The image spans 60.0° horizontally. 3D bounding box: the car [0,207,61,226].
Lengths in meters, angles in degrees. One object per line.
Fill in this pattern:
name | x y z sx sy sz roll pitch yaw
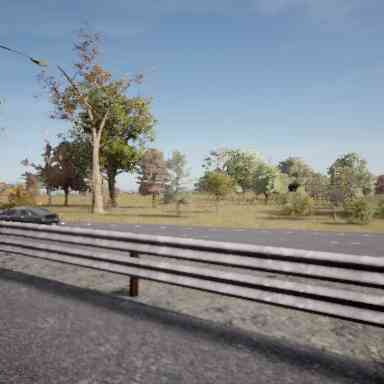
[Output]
car | -10.373 1.666 20.205 4.892 1.490 1.837 0 0 18
